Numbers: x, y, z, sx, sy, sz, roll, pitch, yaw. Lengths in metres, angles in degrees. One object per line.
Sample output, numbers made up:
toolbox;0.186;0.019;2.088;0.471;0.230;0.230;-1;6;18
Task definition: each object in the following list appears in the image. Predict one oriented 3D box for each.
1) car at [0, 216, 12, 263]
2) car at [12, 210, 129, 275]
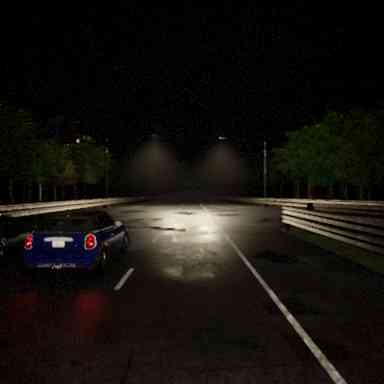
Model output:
car;-6.898;1.548;11.681;2.033;1.411;5.357;0;0;0
car;-3.398;1.351;10.597;2.097;1.767;4.553;0;0;0
